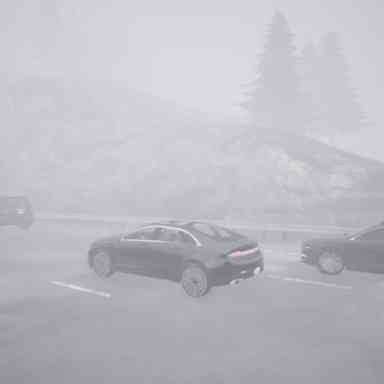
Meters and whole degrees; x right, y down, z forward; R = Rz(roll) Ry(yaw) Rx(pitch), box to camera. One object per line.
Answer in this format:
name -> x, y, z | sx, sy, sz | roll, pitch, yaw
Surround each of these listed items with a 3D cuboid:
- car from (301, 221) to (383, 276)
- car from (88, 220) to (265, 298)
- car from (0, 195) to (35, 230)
car -> 5.362, 1.482, 8.653 | 4.892, 1.490, 1.837 | 0, 0, 35
car -> -0.609, 1.479, 8.497 | 4.902, 1.511, 2.128 | 0, 0, 34
car -> -11.591, 1.210, 19.315 | 5.566, 2.045, 2.150 | 0, 0, 29
